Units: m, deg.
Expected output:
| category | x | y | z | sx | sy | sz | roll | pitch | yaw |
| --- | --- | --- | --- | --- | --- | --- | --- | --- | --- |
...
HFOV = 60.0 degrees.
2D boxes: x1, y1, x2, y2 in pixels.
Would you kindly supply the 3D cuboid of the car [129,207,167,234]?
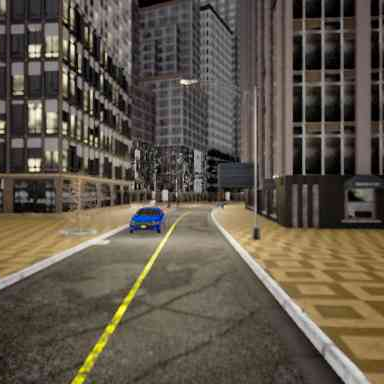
| category | x | y | z | sx | sy | sz | roll | pitch | yaw |
| --- | --- | --- | --- | --- | --- | --- | --- | --- | --- |
| car | -2.715 | 1.712 | 21.216 | 1.882 | 1.535 | 5.008 | 0 | -1 | 0 |
